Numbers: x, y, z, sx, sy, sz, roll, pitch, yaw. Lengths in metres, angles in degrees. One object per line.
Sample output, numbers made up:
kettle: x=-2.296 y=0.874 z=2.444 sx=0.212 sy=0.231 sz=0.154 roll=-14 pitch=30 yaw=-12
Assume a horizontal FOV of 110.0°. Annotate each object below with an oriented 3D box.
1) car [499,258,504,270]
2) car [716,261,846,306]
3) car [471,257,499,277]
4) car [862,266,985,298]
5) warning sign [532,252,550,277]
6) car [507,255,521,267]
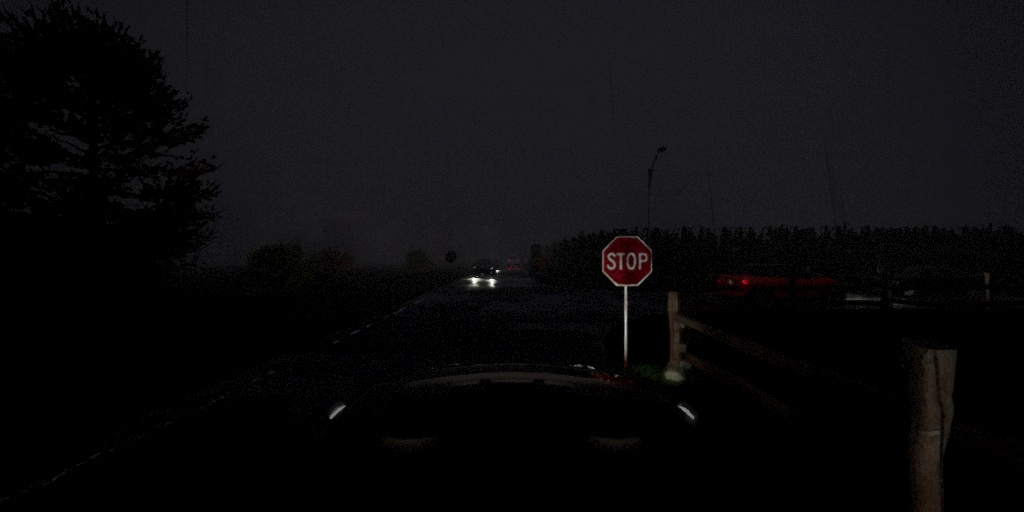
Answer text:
car: x=-2.591 y=1.248 z=52.002 sx=2.033 sy=1.411 sz=5.357 roll=0 pitch=0 yaw=0
car: x=11.279 y=1.108 z=15.161 sx=4.553 sy=1.767 sz=2.097 roll=0 pitch=0 yaw=-4
car: x=-2.688 y=1.079 z=34.714 sx=2.097 sy=1.767 sz=4.553 roll=0 pitch=0 yaw=0
car: x=20.797 y=1.249 z=18.277 sx=5.008 sy=1.535 sz=1.882 roll=0 pitch=0 yaw=0
warning sign: x=2.589 y=0.846 z=30.543 sx=1.300 sy=1.860 sz=1.060 roll=0 pitch=0 yaw=0
car: x=0.297 y=0.898 z=62.202 sx=2.150 sy=2.045 sz=5.566 roll=0 pitch=0 yaw=0
